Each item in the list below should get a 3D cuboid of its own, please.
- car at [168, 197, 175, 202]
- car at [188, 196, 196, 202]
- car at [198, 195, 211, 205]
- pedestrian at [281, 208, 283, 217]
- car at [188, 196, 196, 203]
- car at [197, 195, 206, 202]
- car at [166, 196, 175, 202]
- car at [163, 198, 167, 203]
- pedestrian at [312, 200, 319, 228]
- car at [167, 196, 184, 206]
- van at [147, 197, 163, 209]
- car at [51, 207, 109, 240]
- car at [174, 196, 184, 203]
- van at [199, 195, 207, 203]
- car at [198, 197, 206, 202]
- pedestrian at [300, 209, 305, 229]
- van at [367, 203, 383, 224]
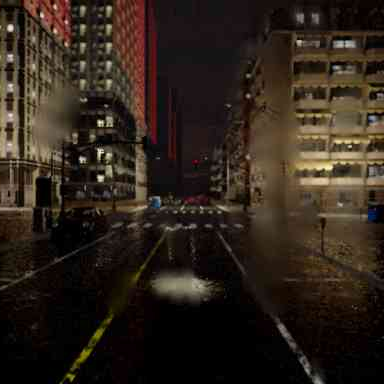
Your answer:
[{"bbox_3d":[-5.688,2.015,93.974,1.752,1.417,4.829,0,0,0],"label":"car"},{"bbox_3d":[0.005,1.865,89.239,1.994,1.385,4.181,0,0,0],"label":"car"},{"bbox_3d":[2.692,1.651,66.392,2.192,1.841,5.009,0,0,0],"label":"car"},{"bbox_3d":[6.137,1.632,22.598,0.500,1.100,0.500,0,0,0],"label":"pedestrian"},{"bbox_3d":[0.005,1.753,79.169,2.097,1.767,4.553,0,0,0],"label":"car"},{"bbox_3d":[2.692,1.806,94.146,2.192,1.841,5.009,0,0,0],"label":"car"},{"bbox_3d":[-5.688,1.899,88.593,1.967,1.590,4.097,0,0,0],"label":"car"},{"bbox_3d":[-5.688,1.891,71.771,1.752,1.417,4.829,0,0,0],"label":"car"},{"bbox_3d":[8.130,1.439,21.998,0.375,1.860,0.375,0,0,0],"label":"pedestrian"},{"bbox_3d":[-3.020,1.672,63.351,2.097,1.767,4.553,0,0,1],"label":"car"},{"bbox_3d":[-5.689,1.588,49.738,1.690,1.788,3.998,0,0,0],"label":"van"},{"bbox_3d":[-5.690,1.523,17.264,1.967,1.590,4.097,0,0,0],"label":"car"},{"bbox_3d":[-2.996,1.756,78.838,2.097,1.767,4.553,0,0,0],"label":"car"},{"bbox_3d":[2.692,1.769,83.044,1.690,1.788,3.998,0,0,0],"label":"van"},{"bbox_3d":[2.693,2.010,88.593,2.008,1.369,4.403,0,0,0],"label":"car"},{"bbox_3d":[7.136,1.691,21.398,0.375,1.300,0.375,0,0,0],"label":"pedestrian"},{"bbox_3d":[16.931,1.840,27.995,3.998,1.788,1.690,1,-1,0],"label":"van"}]
